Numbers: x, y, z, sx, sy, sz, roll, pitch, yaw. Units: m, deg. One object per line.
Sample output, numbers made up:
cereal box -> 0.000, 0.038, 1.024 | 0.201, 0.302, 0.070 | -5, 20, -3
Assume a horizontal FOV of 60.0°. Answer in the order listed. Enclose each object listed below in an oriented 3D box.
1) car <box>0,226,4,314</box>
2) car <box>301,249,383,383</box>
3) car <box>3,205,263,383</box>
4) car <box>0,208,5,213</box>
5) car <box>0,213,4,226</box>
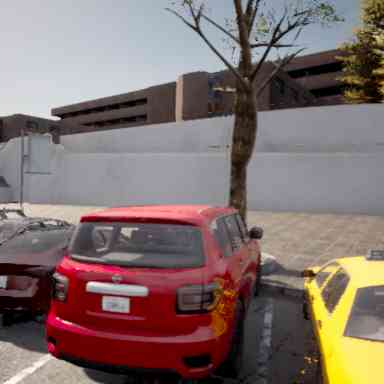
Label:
car -> -2.492, 1.512, 7.591 | 2.163, 1.488, 4.792 | 0, -1, 15
car -> 2.448, 1.486, 4.264 | 1.946, 1.575, 5.366 | 0, -1, 15
car -> -0.040, 1.234, 5.855 | 2.435, 2.045, 5.566 | 0, -1, 15
car -> -7.377, 1.358, 11.065 | 2.185, 1.767, 4.553 | 0, -1, 15
car -> -4.936, 1.484, 9.303 | 2.231, 1.521, 4.892 | 1, -1, 15
